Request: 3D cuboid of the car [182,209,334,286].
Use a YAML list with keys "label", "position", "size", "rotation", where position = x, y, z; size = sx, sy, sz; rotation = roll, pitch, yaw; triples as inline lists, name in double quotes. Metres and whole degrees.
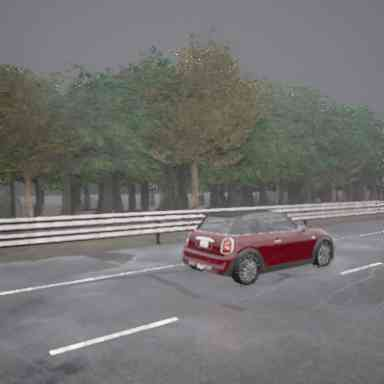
- label: "car"
  position: [2.031, 1.292, 9.496]
  size: [4.553, 1.767, 2.097]
  rotation: [-1, 0, -36]
